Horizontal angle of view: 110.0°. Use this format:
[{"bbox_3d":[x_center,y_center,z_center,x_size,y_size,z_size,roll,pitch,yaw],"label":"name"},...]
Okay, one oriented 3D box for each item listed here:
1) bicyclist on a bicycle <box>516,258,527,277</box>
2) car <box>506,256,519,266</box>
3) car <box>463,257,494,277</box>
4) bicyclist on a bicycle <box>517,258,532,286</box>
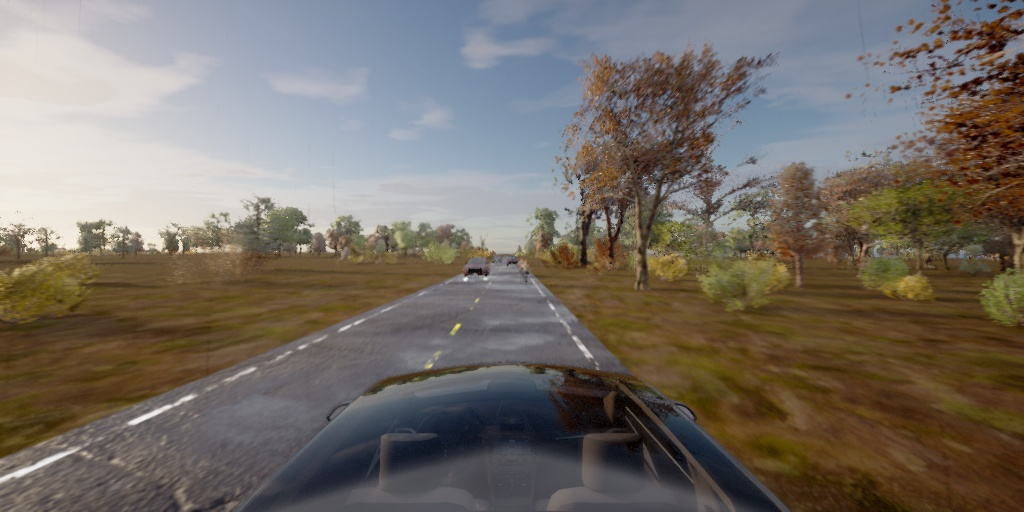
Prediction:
[{"bbox_3d":[0.838,0.984,31.697,0.866,1.612,1.509,-1,0,0],"label":"bicyclist on a bicycle"},{"bbox_3d":[0.089,0.862,60.096,1.837,1.490,4.892,0,0,1],"label":"car"},{"bbox_3d":[-3.062,0.899,31.949,2.097,1.767,4.553,0,0,0],"label":"car"},{"bbox_3d":[0.859,1.046,22.818,0.866,1.612,1.509,0,0,0],"label":"bicyclist on a bicycle"}]
